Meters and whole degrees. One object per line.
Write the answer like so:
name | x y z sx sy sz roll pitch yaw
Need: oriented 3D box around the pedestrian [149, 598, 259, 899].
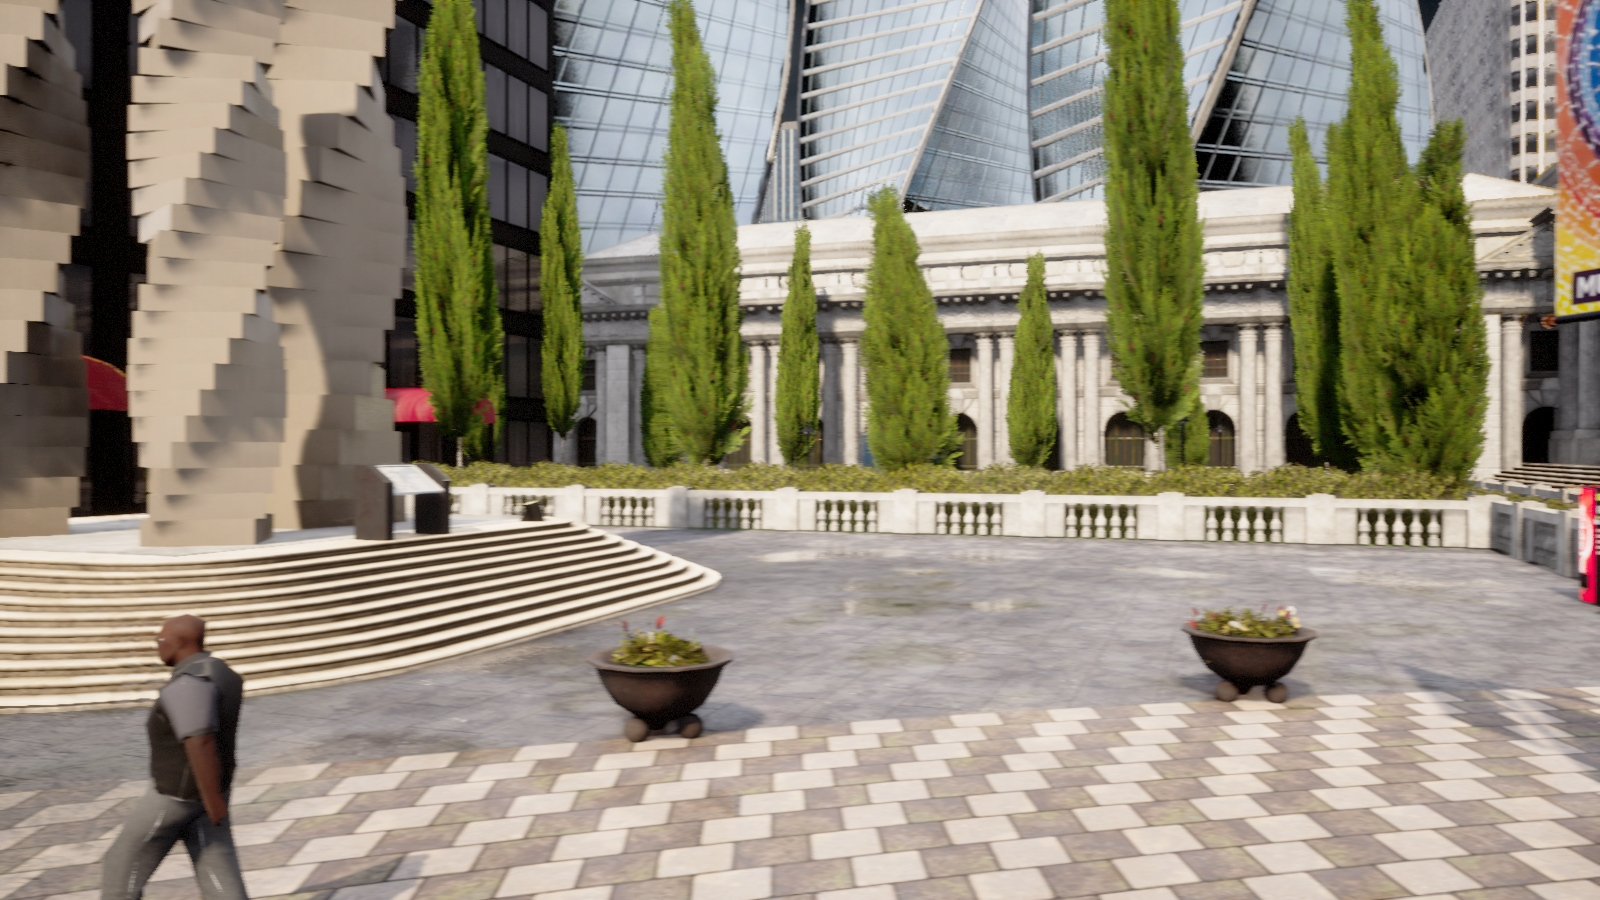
pedestrian | -2.969 1.695 5.712 0.375 1.860 0.375 0 0 -6
